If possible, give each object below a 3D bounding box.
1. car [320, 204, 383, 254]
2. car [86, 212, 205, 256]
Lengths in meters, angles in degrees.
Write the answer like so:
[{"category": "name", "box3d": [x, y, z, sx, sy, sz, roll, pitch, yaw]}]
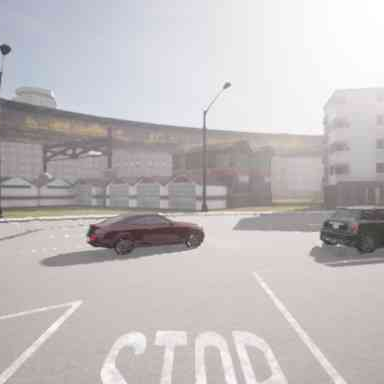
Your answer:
[{"category": "car", "box3d": [7.504, 1.332, 13.182, 4.553, 1.767, 2.097, 0, 0, -16]}, {"category": "car", "box3d": [-1.710, 1.505, 13.023, 4.674, 1.442, 1.812, 0, 0, -31]}]
